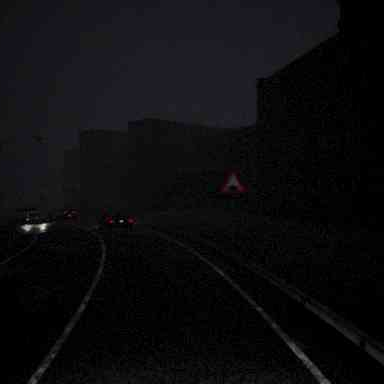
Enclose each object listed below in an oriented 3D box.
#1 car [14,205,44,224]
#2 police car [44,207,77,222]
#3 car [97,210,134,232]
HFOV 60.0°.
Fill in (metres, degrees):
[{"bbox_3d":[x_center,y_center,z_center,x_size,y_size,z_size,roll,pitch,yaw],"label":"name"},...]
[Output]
[{"bbox_3d":[-18.523,2.562,37.769,2.150,2.045,5.566,-3,0,-42],"label":"car"},{"bbox_3d":[-15.273,2.571,39.076,2.038,1.542,4.974,-3,0,-40],"label":"police car"},{"bbox_3d":[-5.728,2.034,24.493,2.033,1.411,5.357,-1,0,-24],"label":"car"}]
